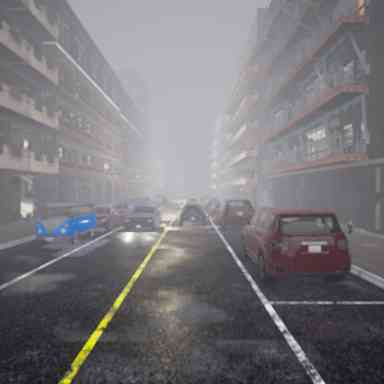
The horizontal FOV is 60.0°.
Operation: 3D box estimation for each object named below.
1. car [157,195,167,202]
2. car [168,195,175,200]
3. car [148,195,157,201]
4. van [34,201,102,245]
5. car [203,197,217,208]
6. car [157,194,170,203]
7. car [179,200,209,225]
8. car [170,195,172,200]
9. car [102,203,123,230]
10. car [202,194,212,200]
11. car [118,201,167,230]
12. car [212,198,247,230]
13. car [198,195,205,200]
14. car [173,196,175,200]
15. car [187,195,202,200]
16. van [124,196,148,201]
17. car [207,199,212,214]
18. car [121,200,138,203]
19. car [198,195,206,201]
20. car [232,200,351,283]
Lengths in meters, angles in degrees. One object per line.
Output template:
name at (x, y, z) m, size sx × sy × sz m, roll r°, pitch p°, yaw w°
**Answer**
car at (-5.708, 1.580, 54.965) m, size 2.008 × 1.369 × 4.403 m, roll -1°, pitch 0°, yaw 0°
car at (-5.714, 1.589, 94.443) m, size 1.752 × 1.417 × 4.829 m, roll -1°, pitch 0°, yaw 0°
car at (-5.720, 1.332, 37.973) m, size 2.192 × 1.841 × 5.009 m, roll -1°, pitch 0°, yaw 0°
van at (-5.673, 1.346, 15.317) m, size 1.690 × 1.788 × 3.998 m, roll -1°, pitch 0°, yaw 0°
car at (2.672, 1.552, 49.441) m, size 1.752 × 1.417 × 4.829 m, roll -1°, pitch 0°, yaw 0°
car at (-5.712, 1.348, 60.629) m, size 2.192 × 1.841 × 5.009 m, roll -1°, pitch 0°, yaw 0°
car at (0.072, 1.535, 23.893) m, size 1.812 × 1.442 × 4.674 m, roll 0°, pitch 0°, yaw 0°
car at (-5.711, 1.478, 66.293) m, size 1.967 × 1.590 × 4.097 m, roll -1°, pitch 0°, yaw 0°
car at (-5.671, 1.590, 20.981) m, size 1.802 × 1.307 × 4.206 m, roll -1°, pitch 0°, yaw 0°
car at (2.672, 1.463, 43.607) m, size 1.967 × 1.590 × 4.097 m, roll -1°, pitch 0°, yaw 0°
car at (-3.027, 1.556, 21.444) m, size 2.033 × 1.411 × 5.357 m, roll 0°, pitch 0°, yaw 0°
car at (2.673, 1.324, 20.952) m, size 2.192 × 1.841 × 5.009 m, roll -1°, pitch 0°, yaw 0°
car at (2.667, 1.647, 94.582) m, size 1.802 × 1.307 × 4.206 m, roll -1°, pitch 0°, yaw 0°
car at (-5.713, 1.583, 88.780) m, size 1.752 × 1.417 × 4.829 m, roll -1°, pitch 0°, yaw 0°
car at (0.083, 1.500, 43.737) m, size 1.882 × 1.535 × 5.008 m, roll 0°, pitch 0°, yaw 0°
van at (-5.690, 1.355, 32.310) m, size 1.690 × 1.788 × 3.998 m, roll -1°, pitch 0°, yaw 0°
car at (2.675, 1.597, 32.280) m, size 1.802 × 1.307 × 4.206 m, roll -1°, pitch 0°, yaw 0°
car at (-5.675, 1.593, 26.645) m, size 1.802 × 1.307 × 4.206 m, roll -1°, pitch 0°, yaw 0°
car at (2.668, 1.626, 88.917) m, size 1.947 × 1.339 × 4.313 m, roll -1°, pitch 0°, yaw 0°
car at (2.674, 1.319, 9.624) m, size 2.192 × 1.841 × 5.009 m, roll -1°, pitch 0°, yaw 0°
